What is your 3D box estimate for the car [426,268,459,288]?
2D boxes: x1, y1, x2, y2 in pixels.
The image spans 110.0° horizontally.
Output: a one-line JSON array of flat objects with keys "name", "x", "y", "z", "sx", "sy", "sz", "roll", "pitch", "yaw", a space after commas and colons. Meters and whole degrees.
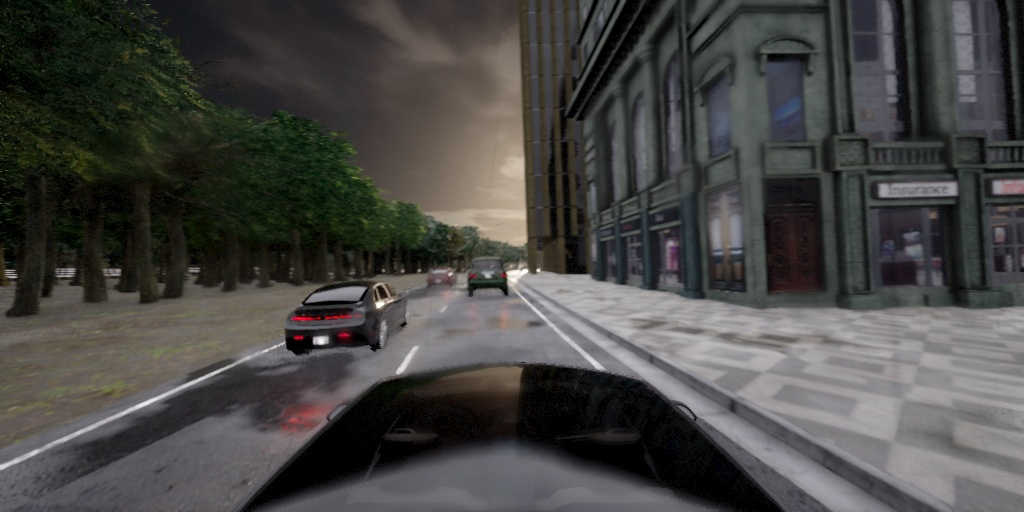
[{"name": "car", "x": -5.283, "y": 1.629, "z": 27.535, "sx": 1.812, "sy": 1.442, "sz": 4.674, "roll": -2, "pitch": -1, "yaw": -3}]

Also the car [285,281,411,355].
[{"name": "car", "x": -3.922, "y": 1.398, "z": 9.329, "sx": 1.837, "sy": 1.490, "sz": 4.892, "roll": -2, "pitch": 0, "yaw": -5}]

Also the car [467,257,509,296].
[{"name": "car", "x": -1.386, "y": 1.112, "z": 20.675, "sx": 2.150, "sy": 2.045, "sz": 5.566, "roll": -2, "pitch": 0, "yaw": -4}]
